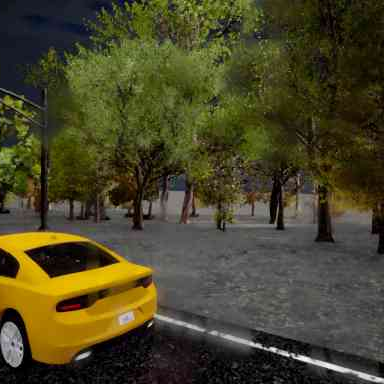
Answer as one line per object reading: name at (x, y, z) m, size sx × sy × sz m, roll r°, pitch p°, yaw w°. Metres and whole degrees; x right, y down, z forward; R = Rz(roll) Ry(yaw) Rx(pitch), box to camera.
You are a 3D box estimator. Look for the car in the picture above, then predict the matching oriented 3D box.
car at (-2.864, 1.444, 5.726) m, size 5.008 × 1.535 × 1.882 m, roll 1°, pitch 0°, yaw 35°
